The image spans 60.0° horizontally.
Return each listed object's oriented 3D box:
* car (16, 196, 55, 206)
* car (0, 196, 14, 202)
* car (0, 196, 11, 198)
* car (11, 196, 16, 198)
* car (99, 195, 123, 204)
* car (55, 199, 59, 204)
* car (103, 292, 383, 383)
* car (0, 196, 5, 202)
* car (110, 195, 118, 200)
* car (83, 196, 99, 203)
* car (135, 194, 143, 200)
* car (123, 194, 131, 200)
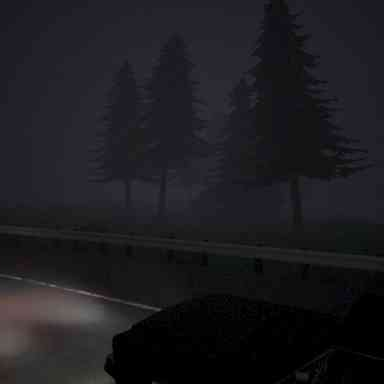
[{"bbox_3d":[-24.864,1.547,52.981,2.033,1.411,5.357,0,0,16],"label":"car"},{"bbox_3d":[-41.872,1.595,73.841,1.895,1.301,4.718,0,0,6],"label":"car"},{"bbox_3d":[-36.960,1.525,61.903,2.128,1.511,4.902,0,0,17],"label":"car"},{"bbox_3d":[-38.538,1.525,72.126,2.128,1.511,4.902,0,0,10],"label":"car"},{"bbox_3d":[-15.262,1.526,62.832,1.812,1.442,4.674,0,0,10],"label":"car"},{"bbox_3d":[-26.417,1.601,60.477,1.895,1.301,4.718,0,0,14],"label":"car"},{"bbox_3d":[1.462,1.601,2.725,4.718,1.301,1.895,0,0,35],"label":"car"},{"bbox_3d":[-45.192,1.552,76.366,1.994,1.385,4.181,0,0,6],"label":"car"},{"bbox_3d":[-21.368,1.500,91.041,1.837,1.490,4.892,0,0,-9],"label":"car"},{"bbox_3d":[-18.565,1.547,62.984,2.033,1.411,5.357,0,0,11],"label":"car"},{"bbox_3d":[-14.112,1.355,89.227,2.097,1.767,4.553,0,0,-9],"label":"car"},{"bbox_3d":[-17.755,1.355,90.355,2.097,1.767,4.553,0,0,-9],"label":"car"}]
